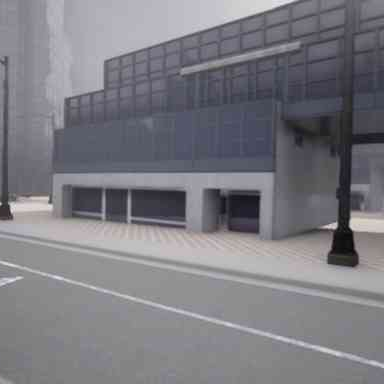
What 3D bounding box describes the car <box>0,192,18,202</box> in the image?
[{"bbox_3d":[-24.702,0.613,41.513,2.033,1.411,5.357,2,1,36],"label":"car"}]
